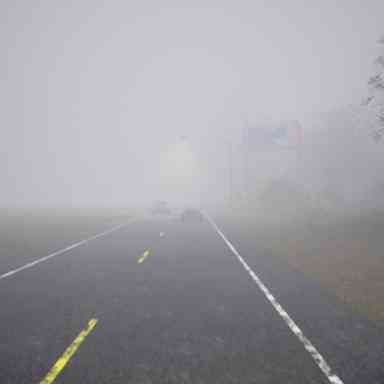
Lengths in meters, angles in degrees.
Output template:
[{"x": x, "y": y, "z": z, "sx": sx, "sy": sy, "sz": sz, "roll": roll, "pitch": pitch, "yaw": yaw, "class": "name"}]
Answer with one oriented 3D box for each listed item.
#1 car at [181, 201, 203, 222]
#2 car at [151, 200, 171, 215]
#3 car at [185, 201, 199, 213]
[{"x": -0.001, "y": 1.853, "z": 29.823, "sx": 1.812, "sy": 1.442, "sz": 4.674, "roll": 0, "pitch": -1, "yaw": 0, "class": "car"}, {"x": -3.606, "y": 1.784, "z": 39.396, "sx": 2.097, "sy": 1.767, "sz": 4.553, "roll": 0, "pitch": -1, "yaw": 0, "class": "car"}, {"x": -0.017, "y": 2.028, "z": 45.916, "sx": 1.812, "sy": 1.442, "sz": 4.674, "roll": 0, "pitch": -1, "yaw": 0, "class": "car"}]
